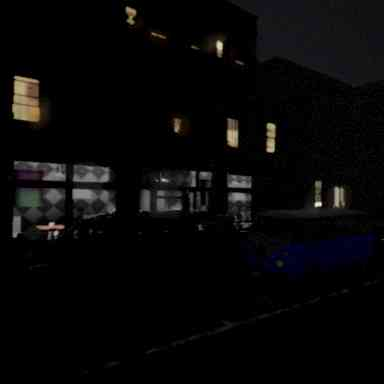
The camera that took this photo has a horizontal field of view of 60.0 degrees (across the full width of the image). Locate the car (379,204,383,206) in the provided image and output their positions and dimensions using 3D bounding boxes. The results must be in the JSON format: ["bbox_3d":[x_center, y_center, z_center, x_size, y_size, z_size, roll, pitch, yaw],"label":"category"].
[{"bbox_3d":[7.594,1.325,11.952,5.009,1.841,2.192,0,1,-35],"label":"car"}]

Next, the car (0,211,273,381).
[{"bbox_3d":[-1.211,1.317,5.673,5.009,1.841,2.192,0,1,-35],"label":"car"}]

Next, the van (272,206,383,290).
[{"bbox_3d":[3.191,1.348,8.813,3.998,1.788,1.690,0,1,-35],"label":"van"}]
